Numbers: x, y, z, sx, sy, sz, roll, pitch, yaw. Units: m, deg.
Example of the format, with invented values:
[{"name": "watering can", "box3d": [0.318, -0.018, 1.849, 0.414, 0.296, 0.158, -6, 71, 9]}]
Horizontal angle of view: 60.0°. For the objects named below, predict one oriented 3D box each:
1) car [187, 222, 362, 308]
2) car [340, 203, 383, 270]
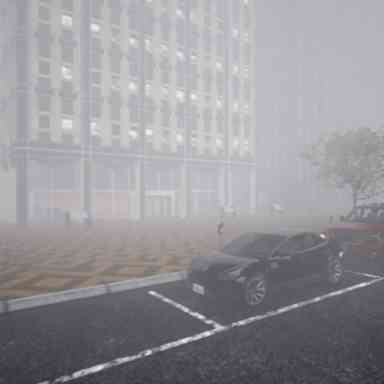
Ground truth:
[{"name": "car", "box3d": [1.907, 1.565, 7.923, 4.313, 1.339, 1.947, 0, 0, -36]}, {"name": "car", "box3d": [6.402, 1.314, 11.130, 5.009, 1.841, 2.192, 0, 0, -36]}]
